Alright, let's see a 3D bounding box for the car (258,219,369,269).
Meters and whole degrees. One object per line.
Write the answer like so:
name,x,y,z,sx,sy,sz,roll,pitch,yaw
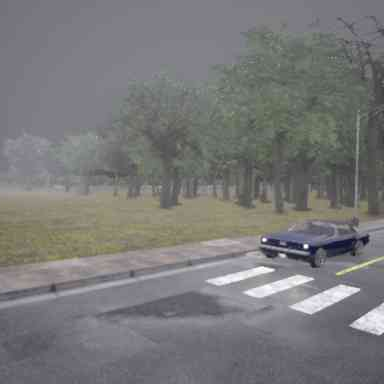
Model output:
car,4.399,1.665,11.674,4.718,1.301,1.895,1,1,-43
